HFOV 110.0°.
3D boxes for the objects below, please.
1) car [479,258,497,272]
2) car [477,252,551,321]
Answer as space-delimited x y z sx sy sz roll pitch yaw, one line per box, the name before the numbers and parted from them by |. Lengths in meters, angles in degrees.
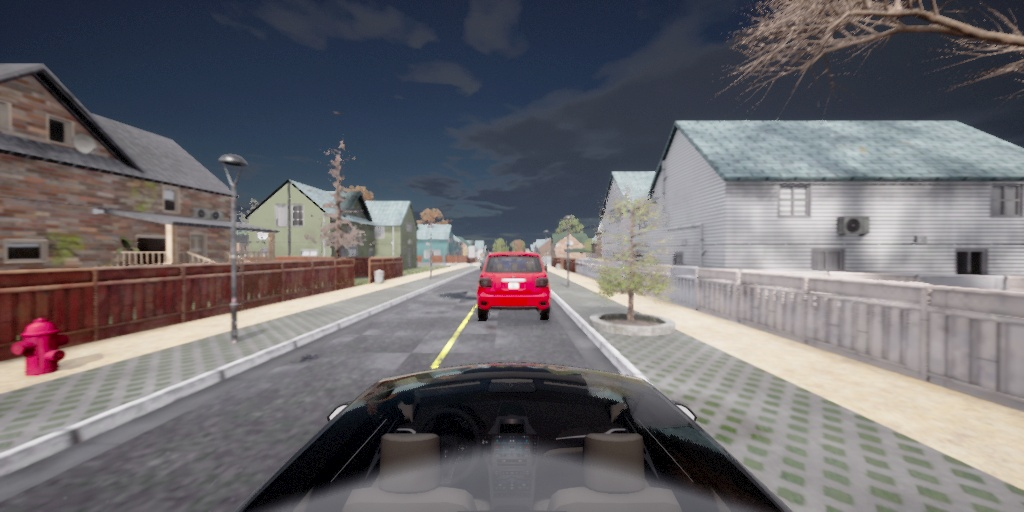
car | -2.831 1.016 43.019 1.837 1.490 4.892 0 0 0
car | 0.070 0.891 12.319 2.150 2.045 5.566 0 0 1
